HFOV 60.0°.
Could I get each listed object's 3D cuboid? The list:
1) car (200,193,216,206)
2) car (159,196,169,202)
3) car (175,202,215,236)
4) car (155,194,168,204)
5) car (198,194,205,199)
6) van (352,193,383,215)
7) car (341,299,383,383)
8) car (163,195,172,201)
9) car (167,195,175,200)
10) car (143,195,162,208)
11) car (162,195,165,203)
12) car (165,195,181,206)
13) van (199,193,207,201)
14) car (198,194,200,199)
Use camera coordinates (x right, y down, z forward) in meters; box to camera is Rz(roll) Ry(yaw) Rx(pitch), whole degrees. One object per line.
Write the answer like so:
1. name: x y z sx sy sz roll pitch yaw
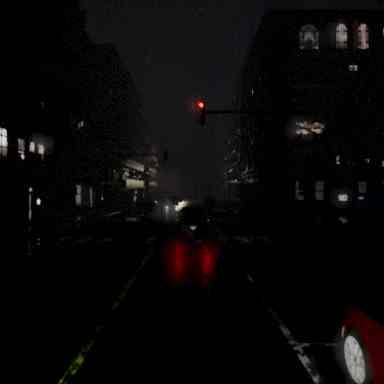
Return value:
1. car: 2.673 1.305 51.359 1.967 1.590 4.097 -1 0 0
2. car: -5.709 1.412 67.947 1.802 1.307 4.206 -1 0 0
3. car: 0.069 1.472 17.913 1.812 1.442 4.674 0 0 0
4. car: -5.709 1.282 62.418 1.967 1.590 4.097 -1 0 0
5. car: 2.667 1.326 95.582 1.887 1.381 4.507 -1 0 0
6. van: 15.636 0.954 27.931 3.998 1.788 1.690 -1 2 -1
7. car: 2.682 1.537 2.360 1.887 1.381 4.507 0 0 0
8. car: -5.711 1.335 78.832 1.752 1.417 4.829 -1 0 0
9. car: -5.712 1.372 90.059 1.802 1.307 4.206 -1 0 0
10. car: -5.705 1.428 45.835 2.008 1.369 4.403 0 0 0
11. car: -5.706 1.431 51.363 1.947 1.339 4.313 0 0 0
12. car: -3.094 1.390 51.820 1.812 1.442 4.674 0 0 0
13. van: 2.668 1.150 78.998 1.690 1.788 3.998 -1 0 0
14. car: 2.672 1.381 67.942 2.008 1.369 4.403 -1 0 0
